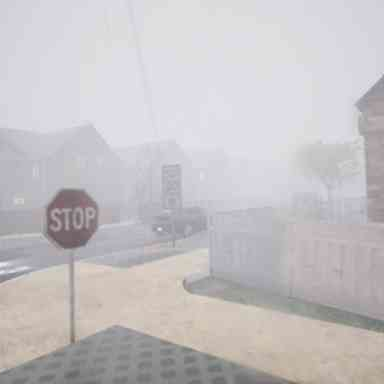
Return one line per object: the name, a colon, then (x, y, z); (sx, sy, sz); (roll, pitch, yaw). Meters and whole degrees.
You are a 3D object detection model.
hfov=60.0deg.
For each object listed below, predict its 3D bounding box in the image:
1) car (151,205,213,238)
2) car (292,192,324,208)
car: (-0.092, 1.477, 17.622); (1.837, 1.490, 4.892); (-2, -1, 36)
car: (12.045, 1.039, 34.229); (2.150, 2.045, 5.566); (-2, -1, 36)
